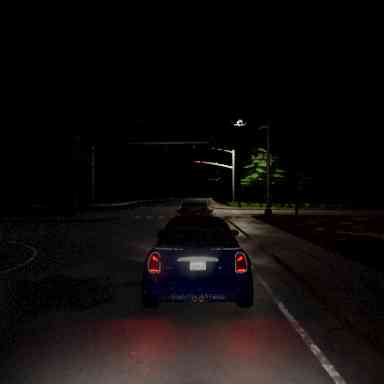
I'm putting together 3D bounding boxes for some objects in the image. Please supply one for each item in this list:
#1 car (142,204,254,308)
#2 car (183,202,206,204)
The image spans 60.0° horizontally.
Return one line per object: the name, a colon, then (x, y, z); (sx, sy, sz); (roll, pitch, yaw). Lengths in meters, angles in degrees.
car: (0.106, 1.346, 8.093); (2.097, 1.767, 4.553); (0, 0, 0)
car: (0.116, 1.335, 18.214); (2.097, 1.767, 4.553); (0, 0, 0)
